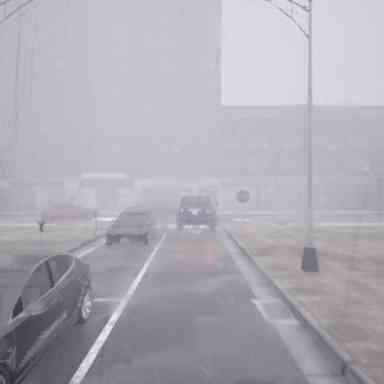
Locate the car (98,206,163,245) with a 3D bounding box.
[{"bbox_3d":[-2.640,1.537,15.295,1.947,1.339,4.313,0,0,0],"label":"car"}]

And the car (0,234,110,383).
[{"bbox_3d":[-2.639,1.557,4.390,1.947,1.339,4.313,0,0,0],"label":"car"}]

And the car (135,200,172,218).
[{"bbox_3d":[-3.785,1.470,28.846,4.674,1.442,1.812,0,0,0],"label":"car"}]

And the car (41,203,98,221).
[{"bbox_3d":[-9.460,1.537,25.893,4.181,1.385,1.994,0,0,0],"label":"car"}]

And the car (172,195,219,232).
[{"bbox_3d":[0.417,1.184,20.178,2.150,2.045,5.566,0,0,6],"label":"car"}]
